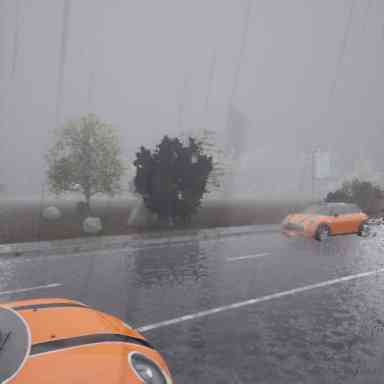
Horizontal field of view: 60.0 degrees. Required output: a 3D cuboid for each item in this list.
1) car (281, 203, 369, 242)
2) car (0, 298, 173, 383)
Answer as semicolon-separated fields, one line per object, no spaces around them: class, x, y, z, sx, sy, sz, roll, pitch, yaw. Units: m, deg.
car;6.531;1.336;16.317;4.553;1.767;2.097;0;0;-30
car;-2.293;1.345;2.033;4.553;1.767;2.097;0;0;-36
